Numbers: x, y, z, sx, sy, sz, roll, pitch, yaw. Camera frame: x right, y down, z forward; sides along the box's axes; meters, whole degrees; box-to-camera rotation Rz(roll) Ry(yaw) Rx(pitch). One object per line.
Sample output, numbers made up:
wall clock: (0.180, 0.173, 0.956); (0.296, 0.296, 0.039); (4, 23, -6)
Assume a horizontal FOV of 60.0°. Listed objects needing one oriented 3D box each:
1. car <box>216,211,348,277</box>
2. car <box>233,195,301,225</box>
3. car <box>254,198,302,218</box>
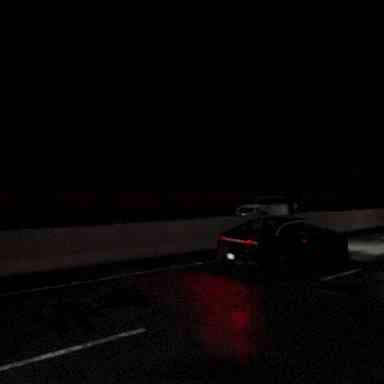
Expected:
car: (2.988, 1.528, 10.435); (4.902, 1.511, 2.128); (0, 0, -36)
car: (5.954, 1.310, 26.010); (5.566, 2.045, 2.150); (0, 0, -37)
car: (8.379, 1.463, 32.206); (4.553, 1.767, 2.097); (0, 0, -37)
